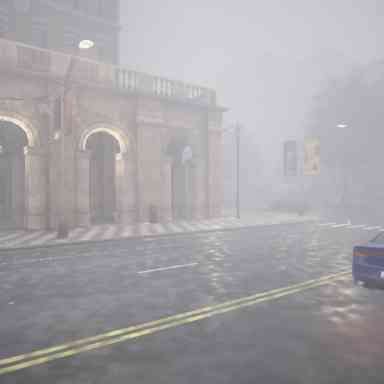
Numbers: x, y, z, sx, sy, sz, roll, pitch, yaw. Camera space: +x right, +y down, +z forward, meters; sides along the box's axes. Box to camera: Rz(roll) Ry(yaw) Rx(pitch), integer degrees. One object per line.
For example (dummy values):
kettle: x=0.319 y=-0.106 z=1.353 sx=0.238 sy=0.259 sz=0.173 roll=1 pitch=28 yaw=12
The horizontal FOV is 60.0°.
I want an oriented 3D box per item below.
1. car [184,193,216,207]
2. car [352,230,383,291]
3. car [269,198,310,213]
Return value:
car: x=1.140 y=1.223 z=52.080 sx=2.150 sy=2.045 sz=5.566 roll=0 pitch=0 yaw=-36
car: x=5.803 y=1.478 z=7.996 sx=5.008 sy=1.535 sz=1.882 roll=0 pitch=0 yaw=-37
car: x=11.114 y=1.477 z=38.009 sx=1.882 sy=1.535 sz=5.008 roll=0 pitch=0 yaw=-34
